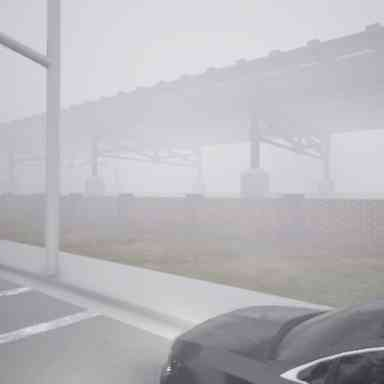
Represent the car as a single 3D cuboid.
[{"bbox_3d":[1.905,1.531,2.305,4.892,1.490,1.837,0,0,38],"label":"car"}]
